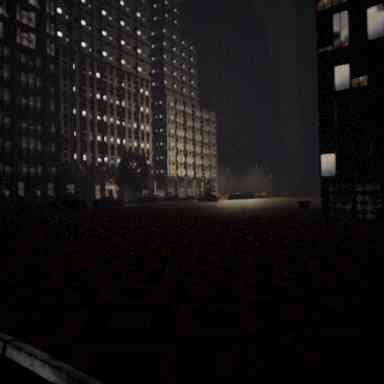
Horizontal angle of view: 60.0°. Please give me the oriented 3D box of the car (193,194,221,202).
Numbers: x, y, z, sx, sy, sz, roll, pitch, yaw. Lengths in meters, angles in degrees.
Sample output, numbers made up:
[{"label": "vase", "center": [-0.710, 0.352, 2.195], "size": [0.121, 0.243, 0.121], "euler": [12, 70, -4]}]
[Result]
[{"label": "car", "center": [2.718, 1.069, 58.623], "size": [1.752, 1.417, 4.829], "euler": [-1, -1, 34]}]

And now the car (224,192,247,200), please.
[{"label": "car", "center": [8.951, 0.937, 67.686], "size": [1.967, 1.590, 4.097], "euler": [-2, -1, 34]}]

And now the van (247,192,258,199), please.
[{"label": "van", "center": [12.139, 0.815, 72.270], "size": [1.690, 1.788, 3.998], "euler": [-2, -1, 34]}]

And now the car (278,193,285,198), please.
[{"label": "car", "center": [21.706, 0.972, 86.025], "size": [1.947, 1.339, 4.313], "euler": [-2, -1, 34]}]

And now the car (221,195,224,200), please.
[{"label": "car", "center": [5.469, 1.124, 76.820], "size": [1.967, 1.590, 4.097], "euler": [-1, -1, 34]}]

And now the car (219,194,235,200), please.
[{"label": "car", "center": [8.639, 1.207, 81.431], "size": [1.887, 1.381, 4.507], "euler": [-2, -1, 34]}]

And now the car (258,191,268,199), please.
[{"label": "car", "center": [15.319, 0.891, 76.861], "size": [1.967, 1.590, 4.097], "euler": [-2, -1, 34]}]

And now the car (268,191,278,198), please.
[{"label": "car", "center": [18.501, 0.744, 81.450], "size": [2.192, 1.841, 5.009], "euler": [-2, -1, 34]}]

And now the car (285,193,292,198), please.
[{"label": "car", "center": [24.963, 0.911, 90.769], "size": [1.752, 1.417, 4.829], "euler": [-2, -1, 34]}]

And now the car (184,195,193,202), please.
[{"label": "car", "center": [-0.864, 1.281, 67.598], "size": [2.008, 1.369, 4.403], "euler": [-1, -1, 34]}]

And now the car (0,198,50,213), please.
[{"label": "car", "center": [-16.265, 1.226, 31.013], "size": [1.752, 1.417, 4.829], "euler": [-1, -1, 34]}]

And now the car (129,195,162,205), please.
[{"label": "car", "center": [-7.722, 1.279, 52.963], "size": [2.033, 1.411, 5.357], "euler": [-2, -1, 35]}]

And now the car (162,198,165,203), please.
[{"label": "car", "center": [-7.202, 1.218, 58.377], "size": [1.967, 1.590, 4.097], "euler": [-1, -1, 34]}]

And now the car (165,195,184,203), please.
[{"label": "car", "center": [-4.032, 1.299, 62.987], "size": [1.887, 1.381, 4.507], "euler": [-1, -1, 34]}]

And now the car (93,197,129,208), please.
[{"label": "car", "center": [-10.036, 1.229, 40.078], "size": [1.802, 1.307, 4.206], "euler": [-1, -1, 34]}]

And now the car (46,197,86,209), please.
[{"label": "car", "center": [-16.799, 1.382, 44.404], "size": [1.752, 1.417, 4.829], "euler": [-1, -1, 34]}]

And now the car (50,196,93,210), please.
[{"label": "car", "center": [-13.201, 1.114, 35.476], "size": [1.967, 1.590, 4.097], "euler": [-1, -1, 34]}]
